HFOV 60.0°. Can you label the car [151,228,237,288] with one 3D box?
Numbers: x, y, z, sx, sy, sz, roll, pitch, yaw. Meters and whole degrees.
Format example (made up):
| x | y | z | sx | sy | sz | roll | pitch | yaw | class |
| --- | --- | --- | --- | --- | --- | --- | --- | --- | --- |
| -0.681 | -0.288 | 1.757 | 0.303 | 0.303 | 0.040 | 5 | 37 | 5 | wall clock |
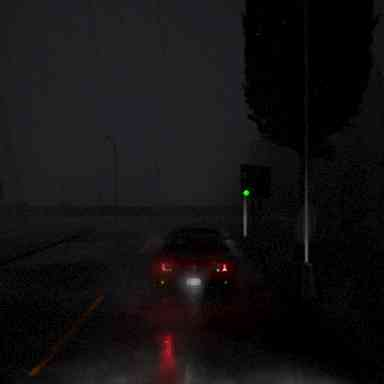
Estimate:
| x | y | z | sx | sy | sz | roll | pitch | yaw | class |
| --- | --- | --- | --- | --- | --- | --- | --- | --- | --- |
| 0.072 | 1.670 | 9.419 | 1.895 | 1.301 | 4.718 | 0 | 0 | 1 | car |
